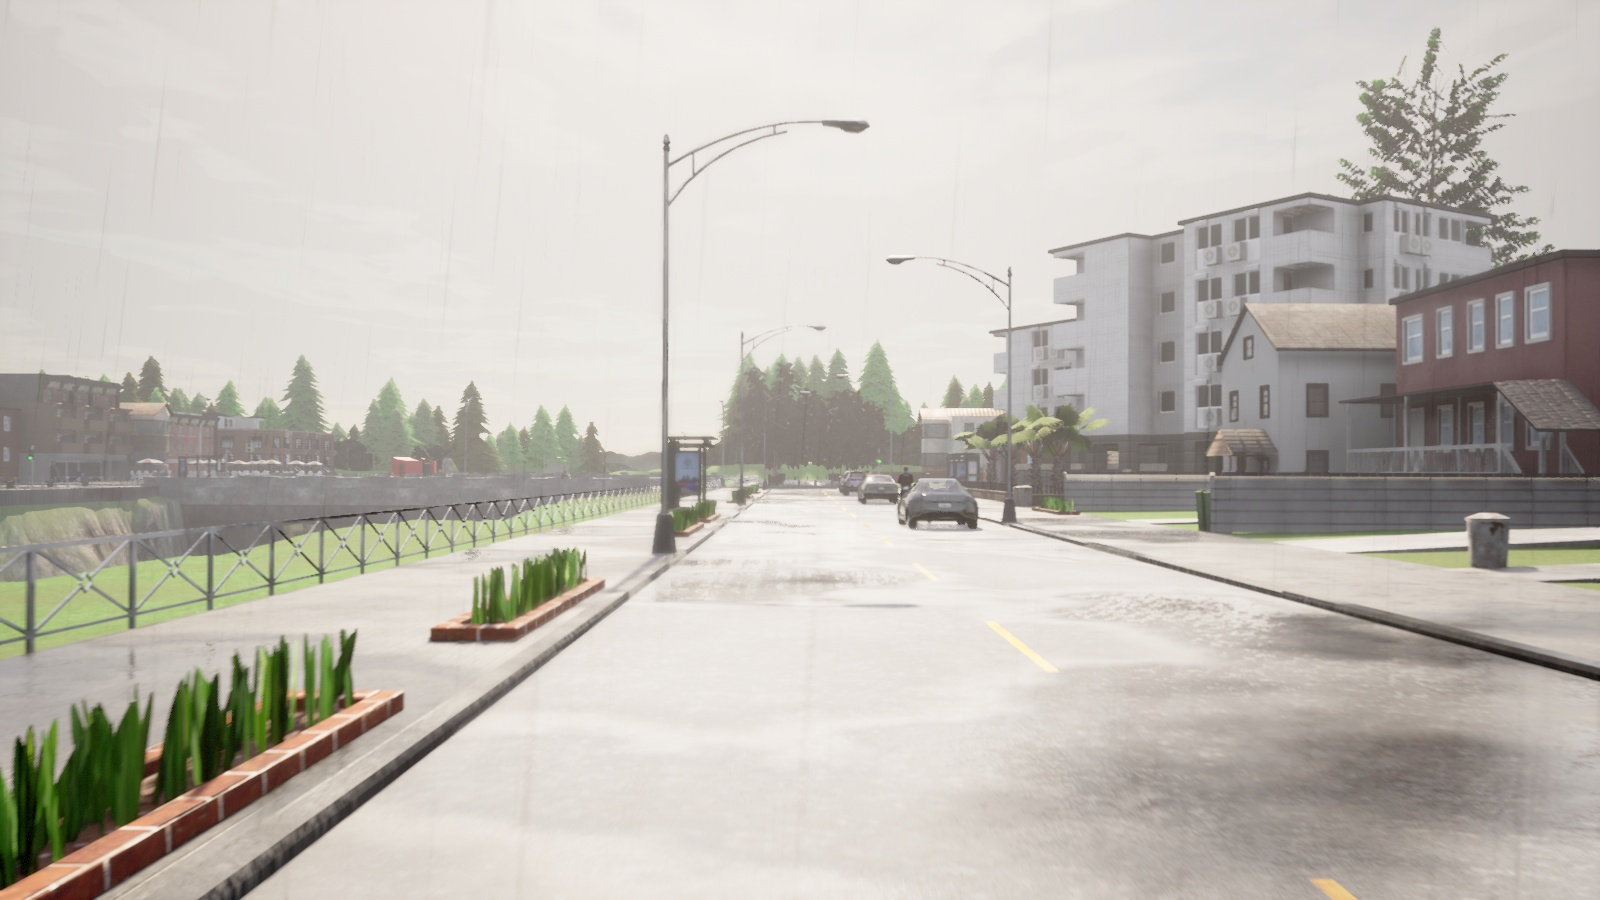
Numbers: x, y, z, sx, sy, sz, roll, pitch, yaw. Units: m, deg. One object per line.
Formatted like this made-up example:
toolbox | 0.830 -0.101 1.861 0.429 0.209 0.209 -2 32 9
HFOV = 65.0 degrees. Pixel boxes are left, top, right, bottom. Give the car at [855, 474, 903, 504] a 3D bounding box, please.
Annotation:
car | 3.855 1.884 62.005 2.033 1.411 5.357 0 -1 0

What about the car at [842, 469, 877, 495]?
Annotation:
car | 3.801 2.085 81.205 2.033 1.649 4.856 0 -2 0

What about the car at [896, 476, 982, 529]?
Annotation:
car | 3.915 1.467 36.069 1.994 1.385 4.181 0 -1 0
